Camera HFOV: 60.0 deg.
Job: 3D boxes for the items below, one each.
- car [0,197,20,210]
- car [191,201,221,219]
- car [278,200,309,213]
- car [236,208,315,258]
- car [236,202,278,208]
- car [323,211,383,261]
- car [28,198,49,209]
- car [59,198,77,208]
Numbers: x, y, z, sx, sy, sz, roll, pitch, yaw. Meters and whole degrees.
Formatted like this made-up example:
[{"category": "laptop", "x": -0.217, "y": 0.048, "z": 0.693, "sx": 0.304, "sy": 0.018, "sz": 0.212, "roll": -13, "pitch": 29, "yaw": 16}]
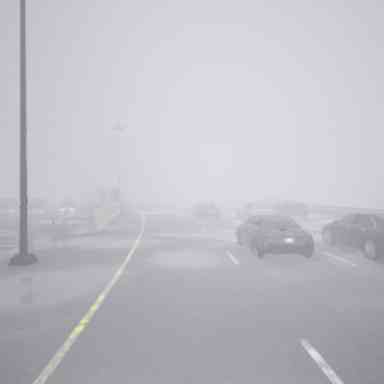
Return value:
[{"category": "car", "x": -23.510, "y": 1.462, "z": 42.857, "sx": 1.837, "sy": 1.490, "sz": 4.892, "roll": 0, "pitch": 1, "yaw": -15}, {"category": "car", "x": 1.152, "y": 1.492, "z": 28.577, "sx": 1.994, "sy": 1.385, "sz": 4.181, "roll": 0, "pitch": 0, "yaw": -9}, {"category": "car", "x": 8.216, "y": 1.402, "z": 28.690, "sx": 2.128, "sy": 1.511, "sz": 4.902, "roll": 0, "pitch": 0, "yaw": -9}, {"category": "car", "x": 2.998, "y": 1.525, "z": 12.730, "sx": 1.994, "sy": 1.385, "sz": 4.181, "roll": 0, "pitch": 0, "yaw": -4}, {"category": "car", "x": 4.964, "y": 1.524, "z": 26.878, "sx": 1.895, "sy": 1.301, "sz": 4.718, "roll": 0, "pitch": 0, "yaw": -8}, {"category": "car", "x": 6.548, "y": 1.459, "z": 12.156, "sx": 1.837, "sy": 1.490, "sz": 4.892, "roll": 0, "pitch": 0, "yaw": -4}, {"category": "car", "x": -20.080, "y": 1.495, "z": 43.713, "sx": 2.033, "sy": 1.411, "sz": 5.357, "roll": 0, "pitch": 0, "yaw": -15}, {"category": "car", "x": -17.207, "y": 1.498, "z": 46.340, "sx": 1.994, "sy": 1.385, "sz": 4.181, "roll": 0, "pitch": 0, "yaw": -16}]
